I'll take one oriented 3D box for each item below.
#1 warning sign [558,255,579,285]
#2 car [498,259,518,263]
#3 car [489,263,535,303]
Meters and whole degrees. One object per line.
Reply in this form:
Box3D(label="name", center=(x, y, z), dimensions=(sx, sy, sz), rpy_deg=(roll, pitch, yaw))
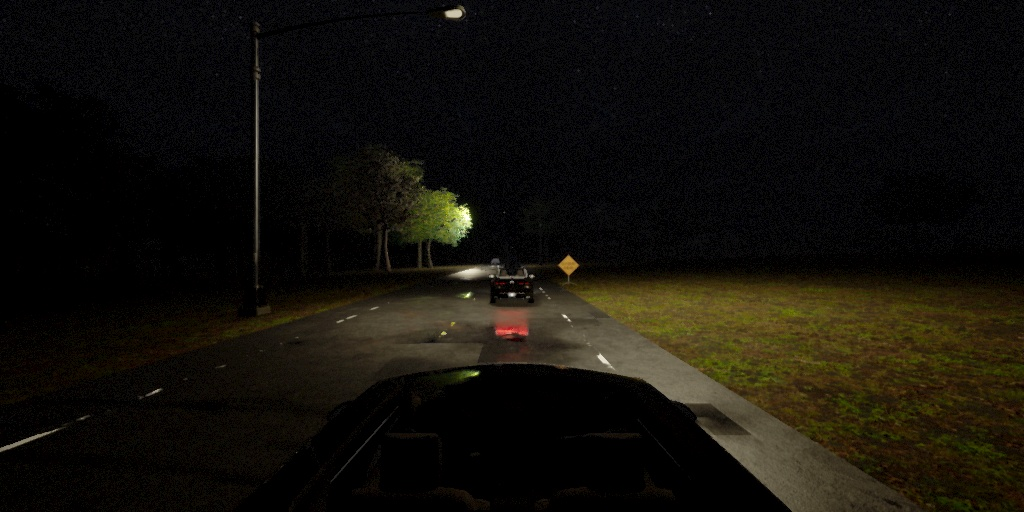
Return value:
Box3D(label="warning sign", center=(3.550, 0.864, 22.493), dimensions=(1.300, 1.860, 1.060), rpy_deg=(0, 0, 0))
Box3D(label="car", center=(0.000, 1.267, 31.500), dimensions=(1.837, 1.490, 4.892), rpy_deg=(0, 0, 0))
Box3D(label="car", center=(0.000, 1.267, 16.500), dimensions=(1.837, 1.490, 4.892), rpy_deg=(0, 0, 0))
